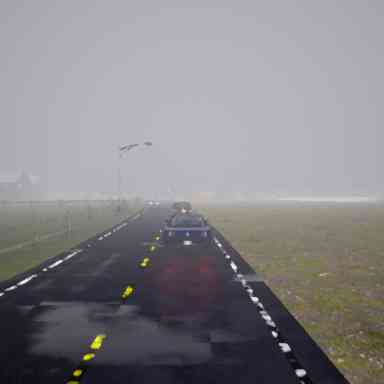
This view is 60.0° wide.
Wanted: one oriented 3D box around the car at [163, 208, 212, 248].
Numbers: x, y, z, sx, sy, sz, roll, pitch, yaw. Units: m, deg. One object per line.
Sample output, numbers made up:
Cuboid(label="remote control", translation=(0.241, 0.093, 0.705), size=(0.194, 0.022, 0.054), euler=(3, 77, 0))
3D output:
Cuboid(label="car", translation=(-0.227, 1.623, 14.730), size=(1.895, 1.301, 4.718), euler=(0, 0, -2))

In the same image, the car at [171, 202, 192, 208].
Cuboid(label="car", translation=(-0.902, 1.588, 29.728), size=(2.033, 1.411, 5.357), euler=(0, 0, -3))

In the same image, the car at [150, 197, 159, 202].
Cuboid(label="car", translation=(-8.661, 1.705, 76.208), size=(1.895, 1.301, 4.718), euler=(0, 0, -9))
